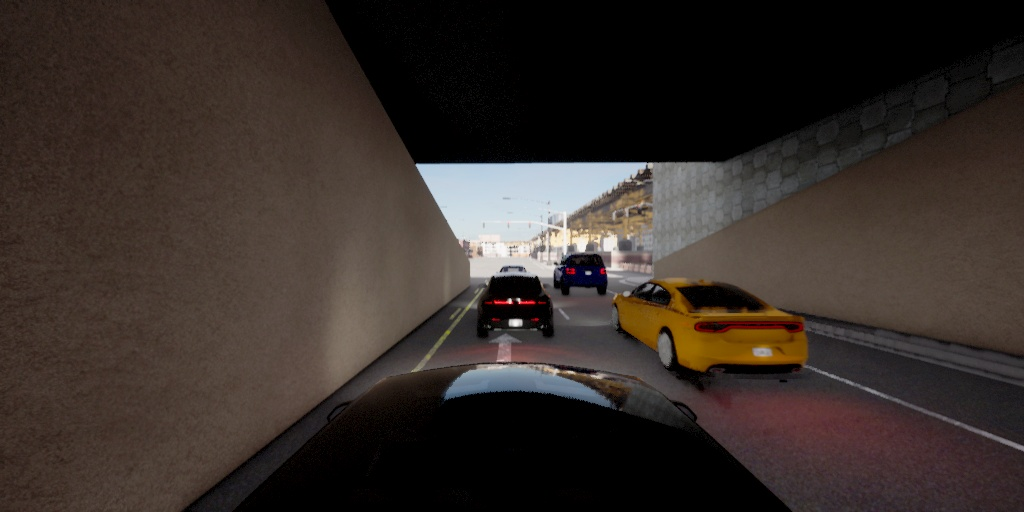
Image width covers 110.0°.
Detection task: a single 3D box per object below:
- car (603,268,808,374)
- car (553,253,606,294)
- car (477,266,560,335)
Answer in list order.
[{"bbox_3d":[3.573,1.199,7.581,1.882,1.535,5.008,0,0,0],"label":"car"},{"bbox_3d":[3.569,0.883,19.480,2.150,2.045,5.566,0,0,0],"label":"car"},{"bbox_3d":[0.077,1.212,10.311,1.837,1.490,4.892,0,0,0],"label":"car"}]
